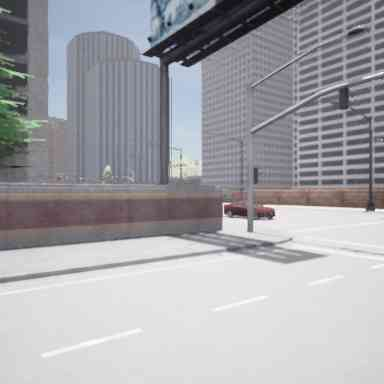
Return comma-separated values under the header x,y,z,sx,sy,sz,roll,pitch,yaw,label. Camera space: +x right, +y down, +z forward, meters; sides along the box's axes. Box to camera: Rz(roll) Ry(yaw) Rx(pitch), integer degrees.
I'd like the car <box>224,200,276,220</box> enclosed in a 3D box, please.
x,y,z,sx,sy,sz,roll,pitch,yaw,label
4.879,1.465,28.323,1.882,1.535,5.008,0,0,-35,car
